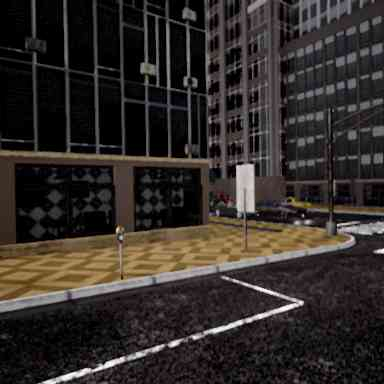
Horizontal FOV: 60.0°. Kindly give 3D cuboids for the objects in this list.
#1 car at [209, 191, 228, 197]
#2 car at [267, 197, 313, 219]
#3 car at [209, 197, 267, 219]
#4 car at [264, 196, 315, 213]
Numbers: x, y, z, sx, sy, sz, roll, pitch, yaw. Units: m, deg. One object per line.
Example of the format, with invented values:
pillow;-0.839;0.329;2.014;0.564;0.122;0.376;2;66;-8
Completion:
car;0.929;0.911;35.126;2.150;2.045;5.566;-1;1;-34
car;6.684;1.325;26.760;2.033;1.411;5.357;-1;1;-34
car;3.494;1.367;26.894;2.008;1.369;4.403;-1;1;-34
car;9.498;1.151;32.835;1.752;1.417;4.829;-1;1;-34
